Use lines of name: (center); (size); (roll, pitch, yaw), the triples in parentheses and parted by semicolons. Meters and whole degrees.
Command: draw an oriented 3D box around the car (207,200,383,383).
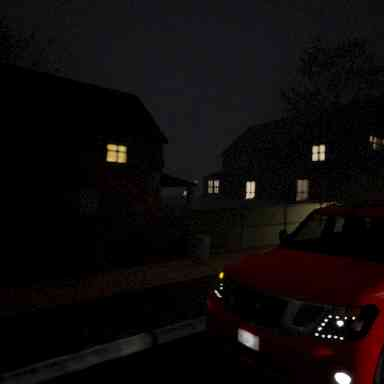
car: (2.839, 1.182, 5.123); (5.566, 2.045, 2.150); (-1, 0, -36)
